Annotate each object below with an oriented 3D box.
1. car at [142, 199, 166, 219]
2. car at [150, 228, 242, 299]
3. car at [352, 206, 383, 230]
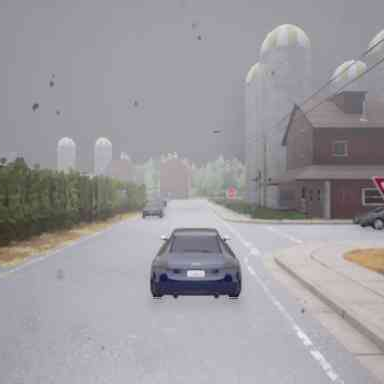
[{"bbox_3d":[-3.613,1.685,31.821,1.837,1.490,4.892,0,0,0],"label":"car"},{"bbox_3d":[0.082,1.614,8.660,1.994,1.385,4.181,0,0,0],"label":"car"},{"bbox_3d":[12.880,1.599,21.286,4.892,1.490,1.837,0,0,-1],"label":"car"}]
